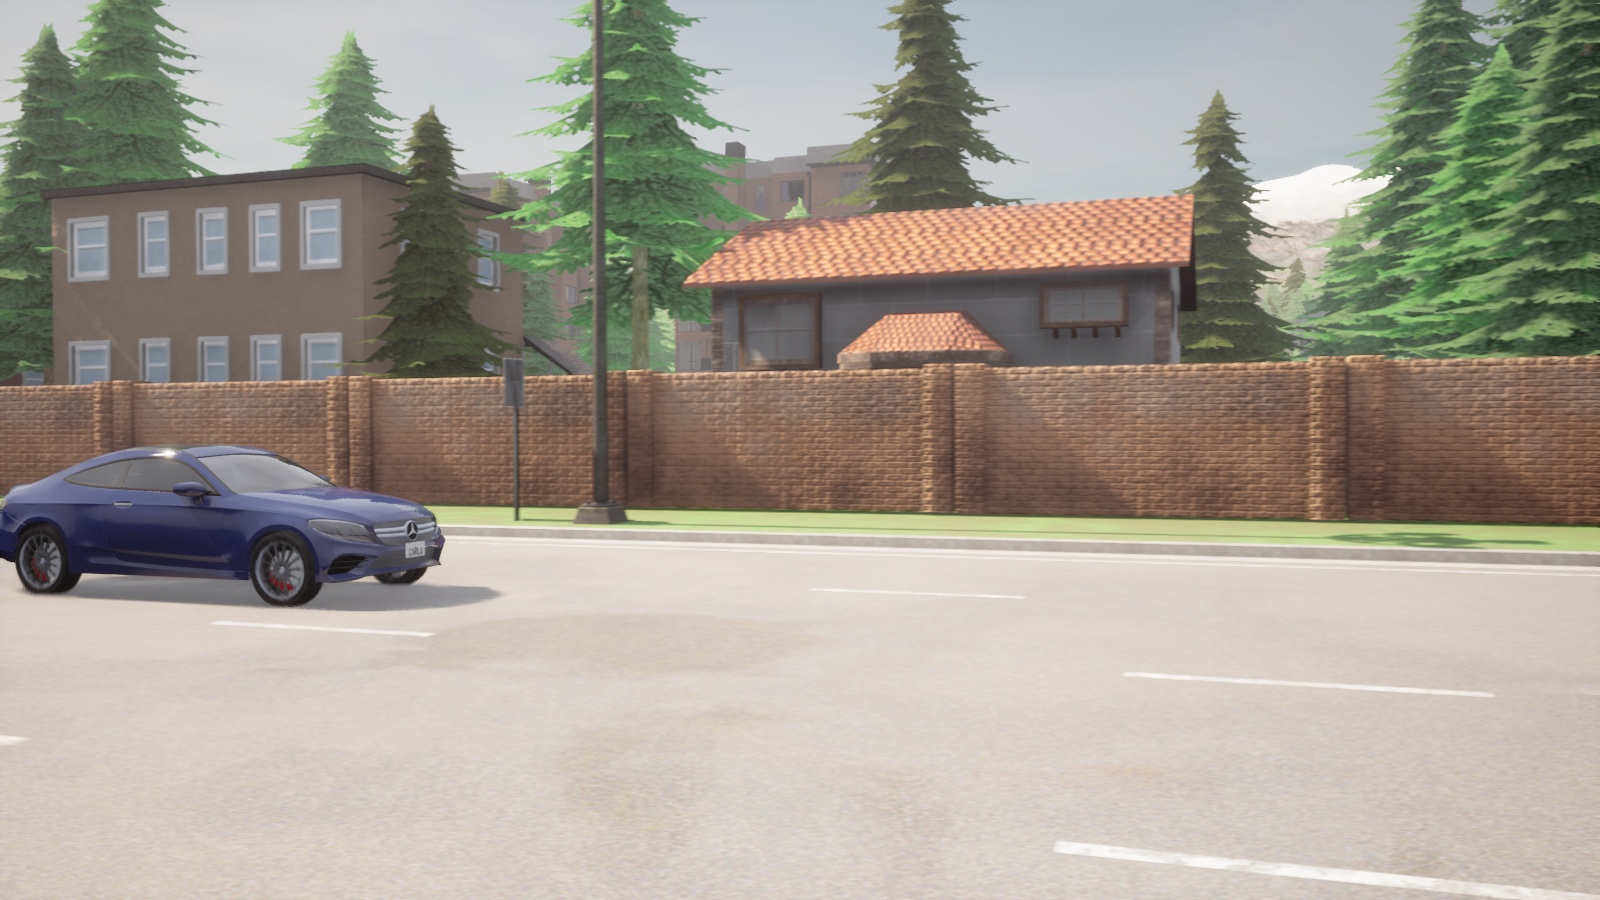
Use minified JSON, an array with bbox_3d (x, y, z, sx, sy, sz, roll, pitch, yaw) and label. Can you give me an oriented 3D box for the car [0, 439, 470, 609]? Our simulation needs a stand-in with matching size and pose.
[{"bbox_3d":[-5.826,0.630,12.539,4.674,1.442,1.812,1,1,19],"label":"car"}]
